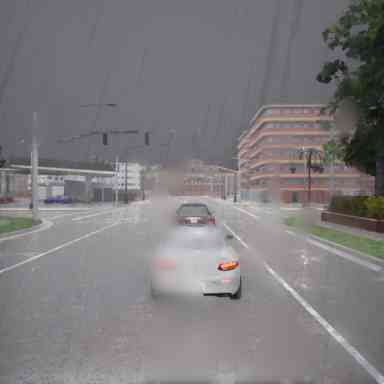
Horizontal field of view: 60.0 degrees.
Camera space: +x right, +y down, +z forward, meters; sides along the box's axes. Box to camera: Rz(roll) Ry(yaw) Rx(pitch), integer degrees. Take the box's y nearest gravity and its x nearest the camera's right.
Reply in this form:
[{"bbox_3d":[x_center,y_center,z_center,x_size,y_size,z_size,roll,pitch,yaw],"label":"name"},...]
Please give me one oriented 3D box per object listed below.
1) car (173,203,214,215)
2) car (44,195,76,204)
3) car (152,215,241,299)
[{"bbox_3d":[0.079,1.352,17.299,2.097,1.767,4.553,0,0,0],"label":"car"},{"bbox_3d":[-23.388,1.295,58.028,4.611,1.667,2.242,0,0,1],"label":"car"},{"bbox_3d":[0.094,1.526,8.306,1.812,1.442,4.674,0,0,0],"label":"car"}]
